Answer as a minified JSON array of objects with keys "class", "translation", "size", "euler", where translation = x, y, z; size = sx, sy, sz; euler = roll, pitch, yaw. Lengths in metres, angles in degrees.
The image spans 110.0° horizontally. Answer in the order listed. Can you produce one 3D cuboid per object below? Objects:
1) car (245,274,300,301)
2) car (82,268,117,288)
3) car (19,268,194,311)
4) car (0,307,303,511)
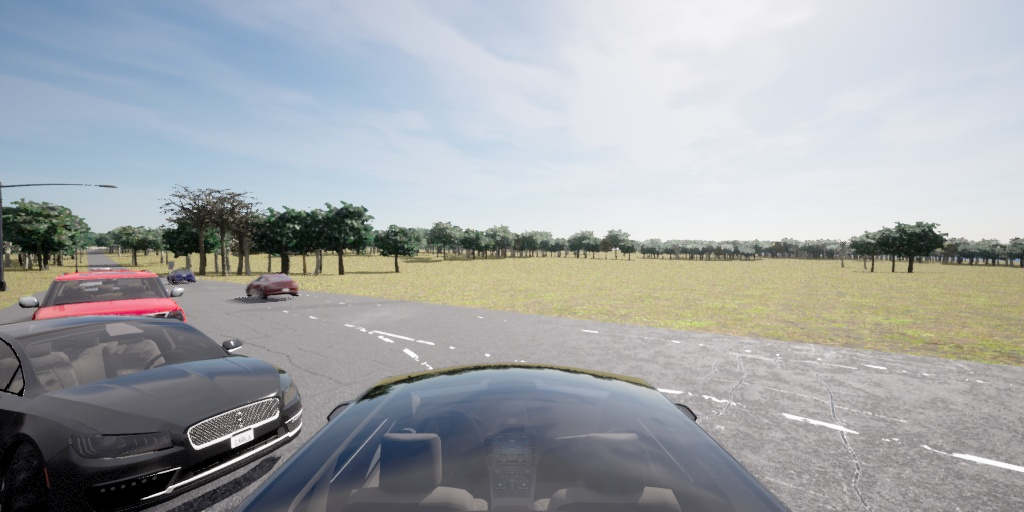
[{"class":"car","translation":[-14.749,1.850,22.054],"size":[4.674,1.442,1.812],"euler":[-2,0,40]},{"class":"car","translation":[-46.878,2.406,40.870],"size":[2.150,2.045,5.566],"euler":[-1,0,-44]},{"class":"car","translation":[-9.578,1.386,8.536],"size":[5.566,2.045,2.150],"euler":[-2,0,40]},{"class":"car","translation":[-4.608,1.445,3.954],"size":[4.892,1.490,1.837],"euler":[-3,-3,20]}]
